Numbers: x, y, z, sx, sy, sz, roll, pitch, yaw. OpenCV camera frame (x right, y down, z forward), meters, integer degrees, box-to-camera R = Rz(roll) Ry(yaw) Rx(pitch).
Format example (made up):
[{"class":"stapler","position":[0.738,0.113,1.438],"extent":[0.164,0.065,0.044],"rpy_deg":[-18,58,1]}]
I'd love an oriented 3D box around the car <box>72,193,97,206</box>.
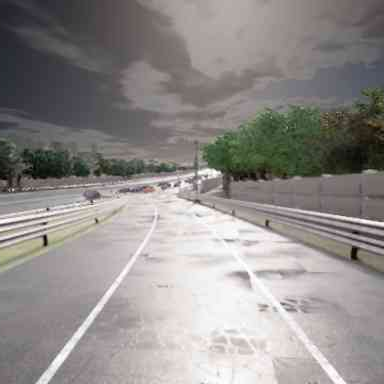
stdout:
[{"class":"car","position":[-17.520,1.371,53.390],"extent":[1.812,1.442,4.674],"rpy_deg":[0,3,9]}]

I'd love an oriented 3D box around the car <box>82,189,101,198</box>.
[{"class":"car","position":[-21.713,0.245,71.734],"extent":[2.097,1.767,4.553],"rpy_deg":[0,3,9]}]

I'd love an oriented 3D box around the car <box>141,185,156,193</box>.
[{"class":"car","position":[-11.475,-0.796,91.232],"extent":[2.097,1.767,4.553],"rpy_deg":[0,3,9]}]

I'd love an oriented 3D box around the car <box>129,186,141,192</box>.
[{"class":"car","position":[-14.935,-0.824,91.757],"extent":[2.097,1.767,4.553],"rpy_deg":[0,3,9]}]

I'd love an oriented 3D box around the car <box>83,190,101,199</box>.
[{"class":"car","position":[-19.368,0.834,64.148],"extent":[2.033,1.411,5.357],"rpy_deg":[0,3,9]}]

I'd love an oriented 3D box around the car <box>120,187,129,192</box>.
[{"class":"car","position":[-18.391,-0.683,92.319],"extent":[2.128,1.511,4.902],"rpy_deg":[0,3,9]}]
